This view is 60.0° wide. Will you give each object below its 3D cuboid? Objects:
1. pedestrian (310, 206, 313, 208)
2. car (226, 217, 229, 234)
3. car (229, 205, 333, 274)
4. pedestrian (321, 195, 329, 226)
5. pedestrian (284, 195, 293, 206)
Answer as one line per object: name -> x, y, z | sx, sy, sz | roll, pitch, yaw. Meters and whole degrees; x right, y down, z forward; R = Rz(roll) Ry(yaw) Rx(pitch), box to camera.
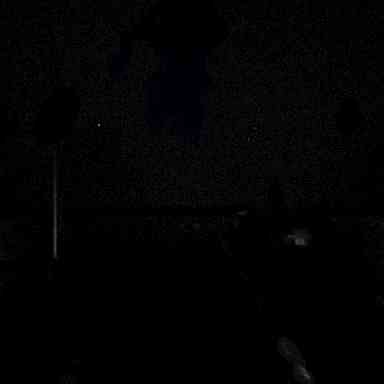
pedestrian -> 7.015, 1.393, 19.466 | 0.375, 1.300, 0.375 | 0, 0, 0
car -> 2.640, 1.508, 16.205 | 1.752, 1.417, 4.829 | 0, 0, 0
car -> 2.639, 1.304, 10.489 | 2.192, 1.841, 5.009 | 0, 0, 0
pedestrian -> 8.007, 1.096, 20.065 | 0.375, 1.860, 0.375 | 0, 0, 0
pedestrian -> 6.015, 1.120, 20.665 | 0.375, 1.860, 0.375 | 0, 0, 0
